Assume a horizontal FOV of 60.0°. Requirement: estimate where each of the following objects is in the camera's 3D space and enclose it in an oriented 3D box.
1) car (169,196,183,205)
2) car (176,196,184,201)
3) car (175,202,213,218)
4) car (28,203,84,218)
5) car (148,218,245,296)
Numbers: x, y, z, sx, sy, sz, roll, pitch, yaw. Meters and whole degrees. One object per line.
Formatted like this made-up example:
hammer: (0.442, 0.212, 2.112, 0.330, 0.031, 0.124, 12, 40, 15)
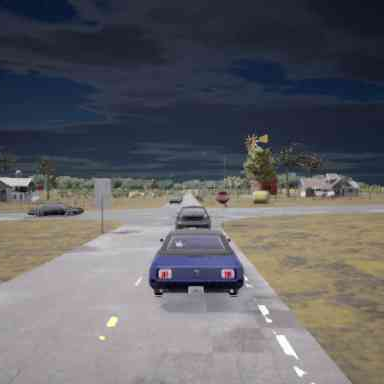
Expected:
car: (-3.073, 1.682, 59.252, 1.895, 1.301, 4.718, 0, 0, 0)
car: (-3.232, 1.694, 89.093, 1.994, 1.385, 4.181, 0, 0, 0)
car: (0.101, 1.519, 18.408, 1.837, 1.490, 4.892, 0, 0, 1)
car: (-14.110, 1.866, 34.585, 5.357, 1.411, 2.033, -1, 1, 0)
car: (0.087, 1.606, 8.636, 1.895, 1.301, 4.718, 0, 0, 0)
